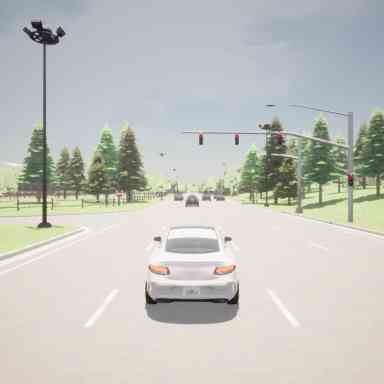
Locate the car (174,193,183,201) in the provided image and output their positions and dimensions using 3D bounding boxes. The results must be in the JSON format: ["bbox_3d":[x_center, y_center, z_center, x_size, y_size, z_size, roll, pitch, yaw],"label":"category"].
[{"bbox_3d":[-3.412,1.544,82.890,1.994,1.385,4.181,0,0,0],"label":"car"}]

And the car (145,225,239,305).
[{"bbox_3d":[0.015,1.526,7.987,1.812,1.442,4.674,0,0,0],"label":"car"}]

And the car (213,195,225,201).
[{"bbox_3d":[7.088,1.517,82.496,2.128,1.511,4.902,0,0,0],"label":"car"}]

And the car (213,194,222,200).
[{"bbox_3d":[7.099,1.385,92.916,1.994,1.385,4.181,0,0,0],"label":"car"}]

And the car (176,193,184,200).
[{"bbox_3d":[-3.401,1.188,92.897,2.097,1.767,4.553,0,0,0],"label":"car"}]

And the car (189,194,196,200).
[{"bbox_3d":[0.099,1.332,92.923,1.837,1.490,4.892,0,0,0],"label":"car"}]

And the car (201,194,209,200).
[{"bbox_3d":[3.599,1.372,92.919,2.033,1.411,5.357,0,0,0],"label":"car"}]

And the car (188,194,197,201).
[{"bbox_3d":[0.088,1.348,82.890,2.097,1.767,4.553,0,0,0],"label":"car"}]

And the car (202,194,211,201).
[{"bbox_3d":[3.588,1.348,82.886,2.097,1.767,4.553,0,0,0],"label":"car"}]

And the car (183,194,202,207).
[{"bbox_3d":[0.055,1.352,51.860,2.097,1.767,4.553,0,0,0],"label":"car"}]
